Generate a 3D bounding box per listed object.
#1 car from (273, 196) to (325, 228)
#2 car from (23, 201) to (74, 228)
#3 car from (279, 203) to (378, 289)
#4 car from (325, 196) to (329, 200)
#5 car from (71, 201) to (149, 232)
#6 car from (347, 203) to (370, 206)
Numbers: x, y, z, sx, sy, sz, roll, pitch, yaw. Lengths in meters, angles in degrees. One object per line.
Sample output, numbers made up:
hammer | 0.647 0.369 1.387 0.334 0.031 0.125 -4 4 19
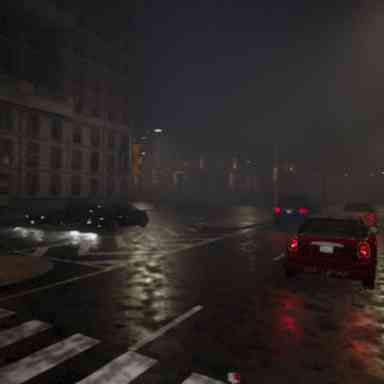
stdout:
car | 7.058 1.281 22.015 2.150 2.045 5.566 2 0 30
car | -7.320 1.272 20.313 2.033 1.411 5.357 2 0 30
car | 4.231 1.404 9.792 2.097 1.767 4.553 2 0 29
car | 35.342 1.934 88.828 2.128 1.511 4.902 2 0 29
car | -4.250 1.370 18.632 1.994 1.385 4.181 2 0 30
car | 10.832 1.504 21.608 2.097 1.767 4.553 2 0 29
